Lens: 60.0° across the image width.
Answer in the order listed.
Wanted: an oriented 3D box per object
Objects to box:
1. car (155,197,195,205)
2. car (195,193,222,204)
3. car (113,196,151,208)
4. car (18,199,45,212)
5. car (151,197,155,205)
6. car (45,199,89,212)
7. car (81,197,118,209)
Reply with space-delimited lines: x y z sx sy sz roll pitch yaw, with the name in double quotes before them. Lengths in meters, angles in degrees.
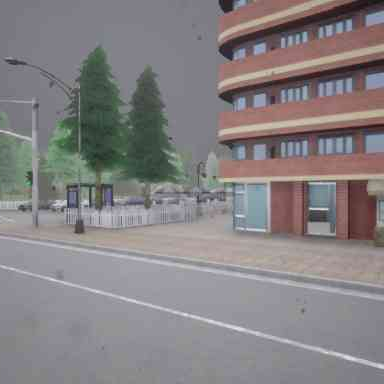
"car" -2.599 1.492 51.971 5.357 1.411 2.033 0 0 -45
"car" 2.904 1.168 60.708 5.566 2.045 2.150 0 0 -34
"car" -8.277 1.297 44.867 2.097 1.767 4.553 0 0 38
"car" -17.526 1.508 38.123 1.994 1.385 4.181 0 0 36
"car" -6.357 1.470 52.766 1.812 1.442 4.674 0 0 42
"car" -13.608 1.470 37.611 1.812 1.442 4.674 0 0 36
"car" -12.501 1.470 45.098 1.812 1.442 4.674 0 0 37
